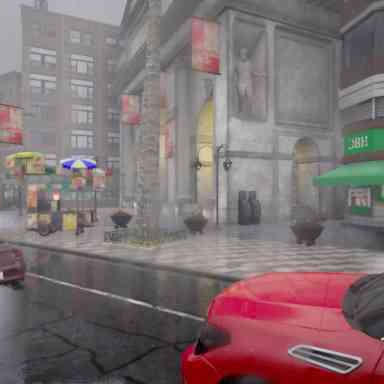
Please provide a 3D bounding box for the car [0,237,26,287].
[{"bbox_3d":[-5.821,1.532,8.016,4.674,1.442,1.812,0,0,35],"label":"car"}]

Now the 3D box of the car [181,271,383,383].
[{"bbox_3d":[2.546,1.221,2.074,5.566,2.045,2.150,0,0,36],"label":"car"}]
